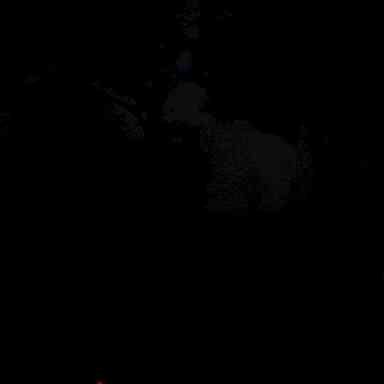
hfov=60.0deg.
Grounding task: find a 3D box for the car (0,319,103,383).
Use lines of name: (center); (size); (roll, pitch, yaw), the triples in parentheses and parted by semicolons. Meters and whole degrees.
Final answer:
car: (-2.605, 1.569, 1.811); (4.181, 1.385, 1.994); (0, 0, -36)
